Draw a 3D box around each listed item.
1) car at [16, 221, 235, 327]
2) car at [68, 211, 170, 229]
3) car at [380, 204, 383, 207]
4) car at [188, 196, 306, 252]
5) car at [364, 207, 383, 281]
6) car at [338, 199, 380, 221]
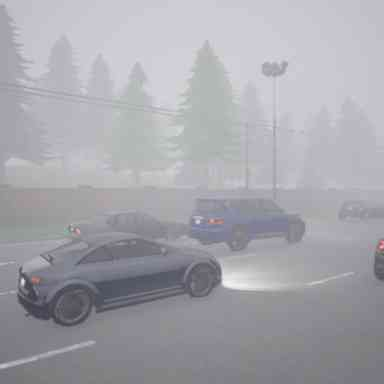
[{"bbox_3d":[-1.370,1.560,7.080,4.181,1.385,1.994,0,0,-35],"label":"car"},{"bbox_3d":[-2.729,1.537,14.701,5.357,1.411,2.033,0,0,-35],"label":"car"},{"bbox_3d":[15.704,1.311,23.553,4.553,1.767,2.097,0,0,-35],"label":"car"},{"bbox_3d":[2.410,1.206,14.066,5.566,2.045,2.150,0,0,-35],"label":"car"},{"bbox_3d":[6.676,1.336,8.513,4.553,1.767,2.097,0,0,-35],"label":"car"},{"bbox_3d":[13.679,1.311,26.408,4.553,1.767,2.097,0,0,-35],"label":"car"}]
